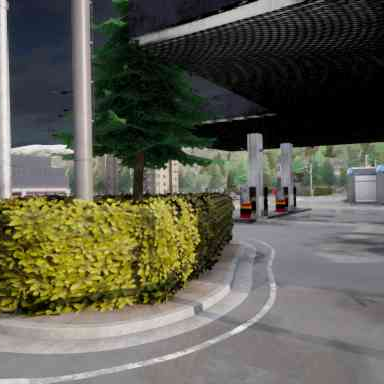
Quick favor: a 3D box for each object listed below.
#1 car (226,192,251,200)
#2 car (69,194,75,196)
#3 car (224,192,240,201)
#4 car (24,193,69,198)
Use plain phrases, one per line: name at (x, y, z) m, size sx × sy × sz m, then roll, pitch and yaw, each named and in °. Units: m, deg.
car at (9.267, 0.811, 66.471) m, size 4.514 × 1.523 × 2.007 m, roll -1°, pitch 1°, yaw 35°
car at (-24.183, 1.123, 63.864) m, size 3.866 × 1.878 × 1.905 m, roll -1°, pitch 1°, yaw 35°
car at (7.493, 0.850, 63.884) m, size 5.027 × 1.636 × 2.152 m, roll -1°, pitch 1°, yaw 35°
car at (-14.729, 1.183, 33.571) m, size 3.866 × 1.878 × 1.905 m, roll -1°, pitch 1°, yaw 35°
